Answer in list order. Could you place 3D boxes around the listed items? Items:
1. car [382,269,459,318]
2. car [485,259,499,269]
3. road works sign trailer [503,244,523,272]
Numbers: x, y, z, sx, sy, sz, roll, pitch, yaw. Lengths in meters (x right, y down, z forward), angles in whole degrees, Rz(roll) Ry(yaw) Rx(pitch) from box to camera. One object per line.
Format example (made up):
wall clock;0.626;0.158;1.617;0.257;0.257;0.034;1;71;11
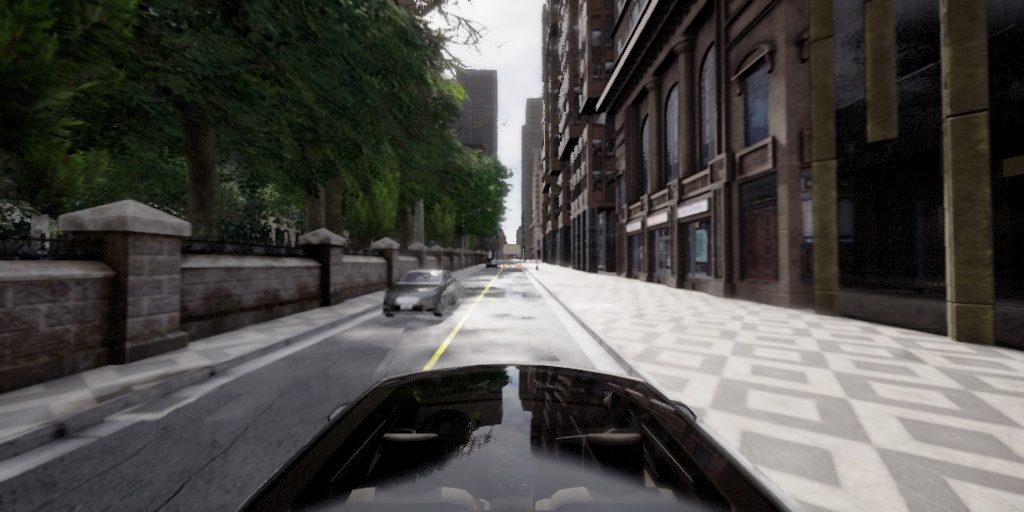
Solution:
car;-3.102;1.228;13.000;2.128;1.511;4.902;0;0;0
car;-3.066;1.217;55.062;1.837;1.490;4.892;0;0;1
road works sign trailer;-0.010;0.177;46.589;2.380;3.560;2.880;0;0;0
